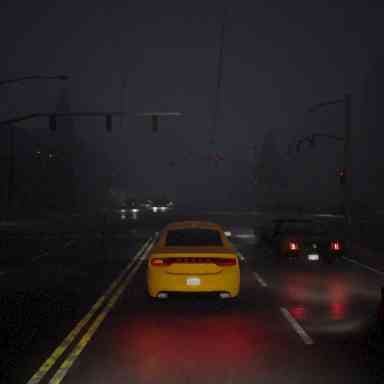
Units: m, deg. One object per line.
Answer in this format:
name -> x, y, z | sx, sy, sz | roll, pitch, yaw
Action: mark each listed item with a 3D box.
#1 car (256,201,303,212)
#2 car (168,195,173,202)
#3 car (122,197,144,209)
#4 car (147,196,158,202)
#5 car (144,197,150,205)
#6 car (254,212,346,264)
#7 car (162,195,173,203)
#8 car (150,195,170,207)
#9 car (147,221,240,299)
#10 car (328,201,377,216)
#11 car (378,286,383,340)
car -> 9.368, 1.601, 35.894 | 4.718, 1.301, 1.895 | 0, 0, 4
car -> -5.075, 1.352, 60.752 | 2.097, 1.767, 4.553 | 0, 0, -1
car -> -8.230, 1.504, 45.534 | 1.837, 1.490, 4.892 | 0, 0, 0
car -> -8.904, 1.532, 75.639 | 2.033, 1.411, 5.357 | 0, 0, -2
car -> -8.562, 1.547, 60.231 | 2.033, 1.411, 5.357 | 0, 0, -1
car -> 3.497, 1.601, 11.849 | 1.895, 1.301, 4.718 | 0, 0, -1
car -> -5.354, 1.523, 73.795 | 2.128, 1.511, 4.902 | 0, 0, -2
car -> -4.821, 1.564, 50.432 | 1.994, 1.385, 4.181 | 0, 0, -1
car -> 0.030, 1.478, 8.523 | 1.882, 1.535, 5.008 | 0, 0, 0
car -> 15.482, 1.564, 32.159 | 4.181, 1.385, 1.994 | 0, 0, -2
car -> 3.596, 1.478, 2.760 | 1.882, 1.535, 5.008 | 0, 0, 0
